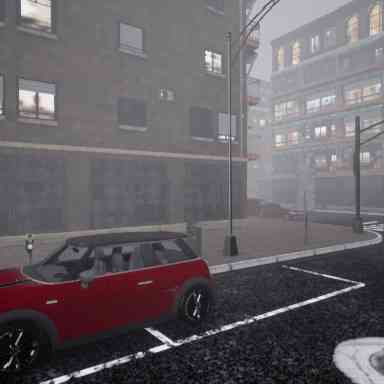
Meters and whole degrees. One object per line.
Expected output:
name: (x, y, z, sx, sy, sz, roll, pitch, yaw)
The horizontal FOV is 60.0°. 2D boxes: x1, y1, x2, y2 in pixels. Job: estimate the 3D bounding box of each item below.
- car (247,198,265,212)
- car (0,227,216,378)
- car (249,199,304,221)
car: (6.449, 1.307, 31.226, 1.882, 1.535, 5.008, -1, 1, -35)
car: (-1.645, 1.440, 5.446, 4.097, 1.590, 1.967, 0, 0, -35)
car: (6.834, 1.473, 26.225, 1.802, 1.307, 4.206, 0, 0, -35)
